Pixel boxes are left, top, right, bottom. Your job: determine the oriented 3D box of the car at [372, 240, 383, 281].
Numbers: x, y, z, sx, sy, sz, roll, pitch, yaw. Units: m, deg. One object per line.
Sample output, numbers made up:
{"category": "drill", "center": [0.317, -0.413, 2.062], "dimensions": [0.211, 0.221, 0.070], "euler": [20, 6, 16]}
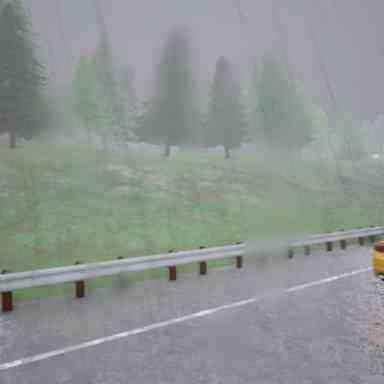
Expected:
{"category": "car", "center": [6.555, 1.479, 8.463], "dimensions": [5.008, 1.535, 1.882], "euler": [0, 0, -36]}
